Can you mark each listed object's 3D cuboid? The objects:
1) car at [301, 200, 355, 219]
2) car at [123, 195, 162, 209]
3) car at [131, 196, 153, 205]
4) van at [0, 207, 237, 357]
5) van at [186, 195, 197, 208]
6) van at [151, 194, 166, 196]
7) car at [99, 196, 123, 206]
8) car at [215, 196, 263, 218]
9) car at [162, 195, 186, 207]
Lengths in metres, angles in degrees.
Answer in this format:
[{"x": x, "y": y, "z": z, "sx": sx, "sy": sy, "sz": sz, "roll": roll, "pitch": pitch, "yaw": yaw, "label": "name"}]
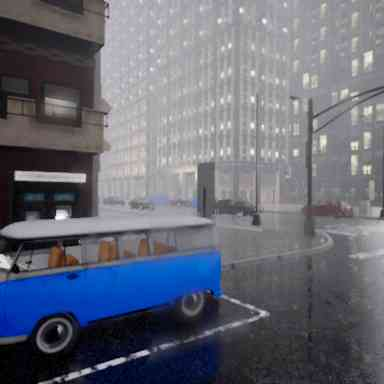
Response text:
[{"x": 11.066, "y": 1.341, "z": 27.474, "sx": 1.967, "sy": 1.590, "sz": 4.097, "roll": 1, "pitch": 0, "yaw": -35, "label": "car"}, {"x": -5.504, "y": 1.321, "z": 36.577, "sx": 2.008, "sy": 1.369, "sz": 4.403, "roll": 1, "pitch": 0, "yaw": -35, "label": "car"}, {"x": -8.327, "y": 1.426, "z": 55.269, "sx": 1.947, "sy": 1.339, "sz": 4.313, "roll": 1, "pitch": -1, "yaw": -35, "label": "car"}, {"x": -1.348, "y": 1.329, "z": 5.728, "sx": 3.998, "sy": 1.788, "sz": 1.690, "roll": 0, "pitch": 1, "yaw": -35, "label": "van"}, {"x": 1.371, "y": 1.220, "z": 41.372, "sx": 1.690, "sy": 1.788, "sz": 3.998, "roll": 1, "pitch": 0, "yaw": -35, "label": "van"}, {"x": -5.092, "y": 1.207, "z": 50.639, "sx": 1.690, "sy": 1.788, "sz": 3.998, "roll": 1, "pitch": -1, "yaw": -35, "label": "van"}, {"x": -11.725, "y": 1.336, "z": 50.131, "sx": 2.033, "sy": 1.411, "sz": 5.357, "roll": 1, "pitch": 0, "yaw": -34, "label": "car"}, {"x": 3.749, "y": 1.325, "z": 27.839, "sx": 1.837, "sy": 1.490, "sz": 4.892, "roll": 1, "pitch": 0, "yaw": -35, "label": "car"}, {"x": -1.863, "y": 1.423, "z": 46.004, "sx": 2.008, "sy": 1.369, "sz": 4.403, "roll": 1, "pitch": -1, "yaw": -35, "label": "car"}]
